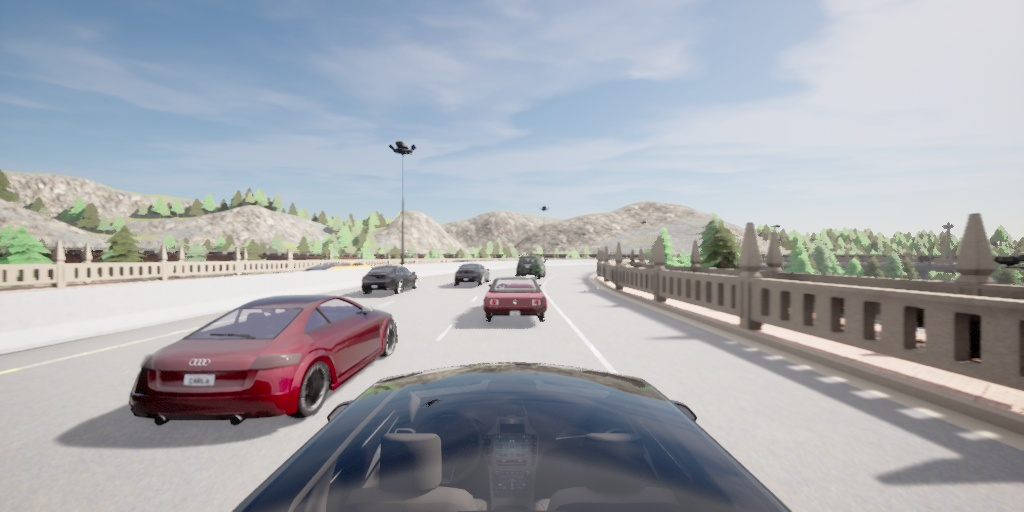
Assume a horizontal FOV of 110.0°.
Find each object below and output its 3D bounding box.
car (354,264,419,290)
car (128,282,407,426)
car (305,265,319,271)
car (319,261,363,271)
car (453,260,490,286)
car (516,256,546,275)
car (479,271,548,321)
[{"bbox_3d":[-6.694,1.277,20.163,1.837,1.490,4.892,0,0,3],"label":"car"},{"bbox_3d":[-3.401,1.319,5.905,1.994,1.385,4.181,0,0,0],"label":"car"},{"bbox_3d":[-18.798,1.339,37.106,2.033,1.411,5.357,0,0,12],"label":"car"},{"bbox_3d":[-15.724,1.267,34.580,1.882,1.535,5.008,0,0,11],"label":"car"},{"bbox_3d":[-2.744,1.284,25.573,1.837,1.490,4.892,0,0,6],"label":"car"},{"bbox_3d":[1.775,1.008,32.251,2.150,2.045,5.566,0,0,11],"label":"car"},{"bbox_3d":[0.105,1.364,12.514,1.895,1.301,4.718,0,0,0],"label":"car"}]
